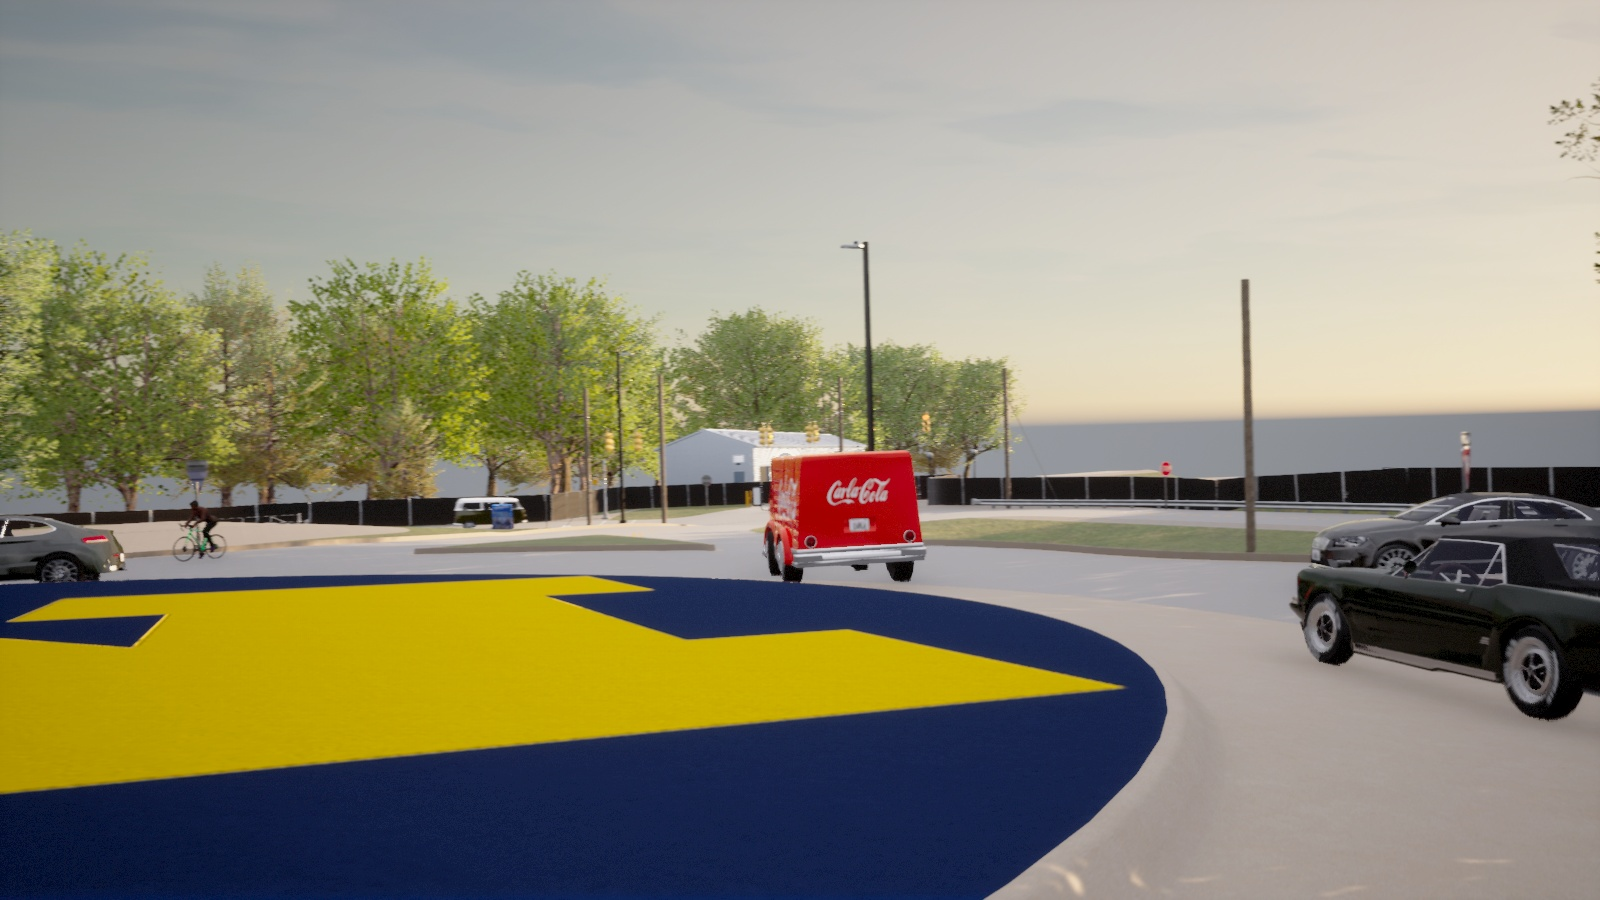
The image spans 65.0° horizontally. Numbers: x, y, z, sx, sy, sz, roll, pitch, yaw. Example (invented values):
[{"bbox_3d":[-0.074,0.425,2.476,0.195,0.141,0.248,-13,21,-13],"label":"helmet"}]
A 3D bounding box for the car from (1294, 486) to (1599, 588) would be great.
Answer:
[{"bbox_3d":[10.833,1.361,20.251,4.902,1.511,2.128,0,-1,5],"label":"car"}]

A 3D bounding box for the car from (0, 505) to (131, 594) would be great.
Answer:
[{"bbox_3d":[-16.611,2.109,25.533,5.027,1.651,2.152,-2,-4,-20],"label":"car"}]

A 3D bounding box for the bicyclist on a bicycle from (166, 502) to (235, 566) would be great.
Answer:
[{"bbox_3d":[-16.218,2.258,34.006,0.582,1.620,1.656,-2,0,27],"label":"bicyclist on a bicycle"}]

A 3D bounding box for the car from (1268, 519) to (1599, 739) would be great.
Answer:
[{"bbox_3d":[5.789,1.313,10.072,1.895,1.301,4.718,5,-3,-5],"label":"car"}]

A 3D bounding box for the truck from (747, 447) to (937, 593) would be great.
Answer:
[{"bbox_3d":[0.663,1.312,25.061,2.627,2.467,5.204,-3,-1,-10],"label":"truck"}]

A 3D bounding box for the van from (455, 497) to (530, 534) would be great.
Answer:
[{"bbox_3d":[-19.483,4.110,79.572,4.480,2.038,2.069,-1,1,-14],"label":"van"}]
